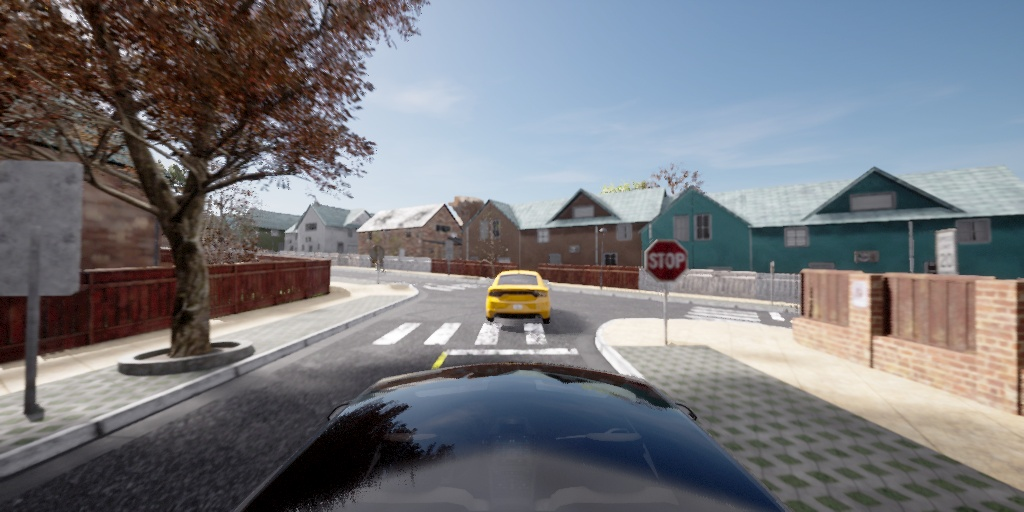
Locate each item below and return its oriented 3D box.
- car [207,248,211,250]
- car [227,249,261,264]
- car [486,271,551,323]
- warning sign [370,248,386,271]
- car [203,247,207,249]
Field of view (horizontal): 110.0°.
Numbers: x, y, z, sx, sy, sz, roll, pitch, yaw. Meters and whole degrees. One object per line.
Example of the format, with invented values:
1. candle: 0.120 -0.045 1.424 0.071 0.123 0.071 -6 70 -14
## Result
1. car: -42.167 -0.406 48.721 4.553 1.767 2.097 2 0 32
2. car: -26.036 0.294 35.228 4.902 1.511 2.128 2 0 32
3. car: 0.244 1.240 12.255 1.882 1.535 5.008 0 0 2
4. warning sign: -12.265 0.460 32.888 1.060 1.860 1.300 0 0 32
5. car: -39.764 -0.451 43.969 4.674 1.442 1.812 2 0 32
